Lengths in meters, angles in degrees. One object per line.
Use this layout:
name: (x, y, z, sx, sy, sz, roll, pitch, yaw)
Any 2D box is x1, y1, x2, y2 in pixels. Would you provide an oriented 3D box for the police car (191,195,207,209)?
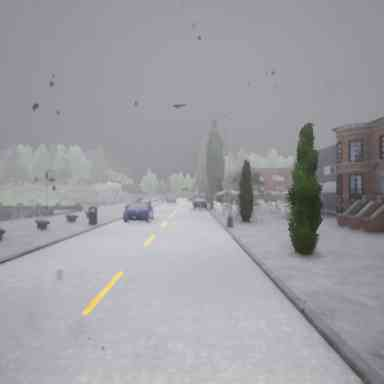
police car: (1.131, 1.569, 47.105, 1.930, 1.638, 5.238, 0, 0, 0)

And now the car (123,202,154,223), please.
car: (-4.137, 1.558, 26.368, 1.882, 1.535, 5.008, 0, 0, 0)

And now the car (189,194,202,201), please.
car: (1.048, 1.366, 63.025, 2.150, 2.045, 5.566, -3, 0, 0)

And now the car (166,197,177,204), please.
car: (-4.102, 1.699, 67.134, 1.837, 1.490, 4.892, 0, 0, 0)

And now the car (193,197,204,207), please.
car: (1.117, 1.679, 56.994, 1.837, 1.490, 4.892, 0, 0, 0)
